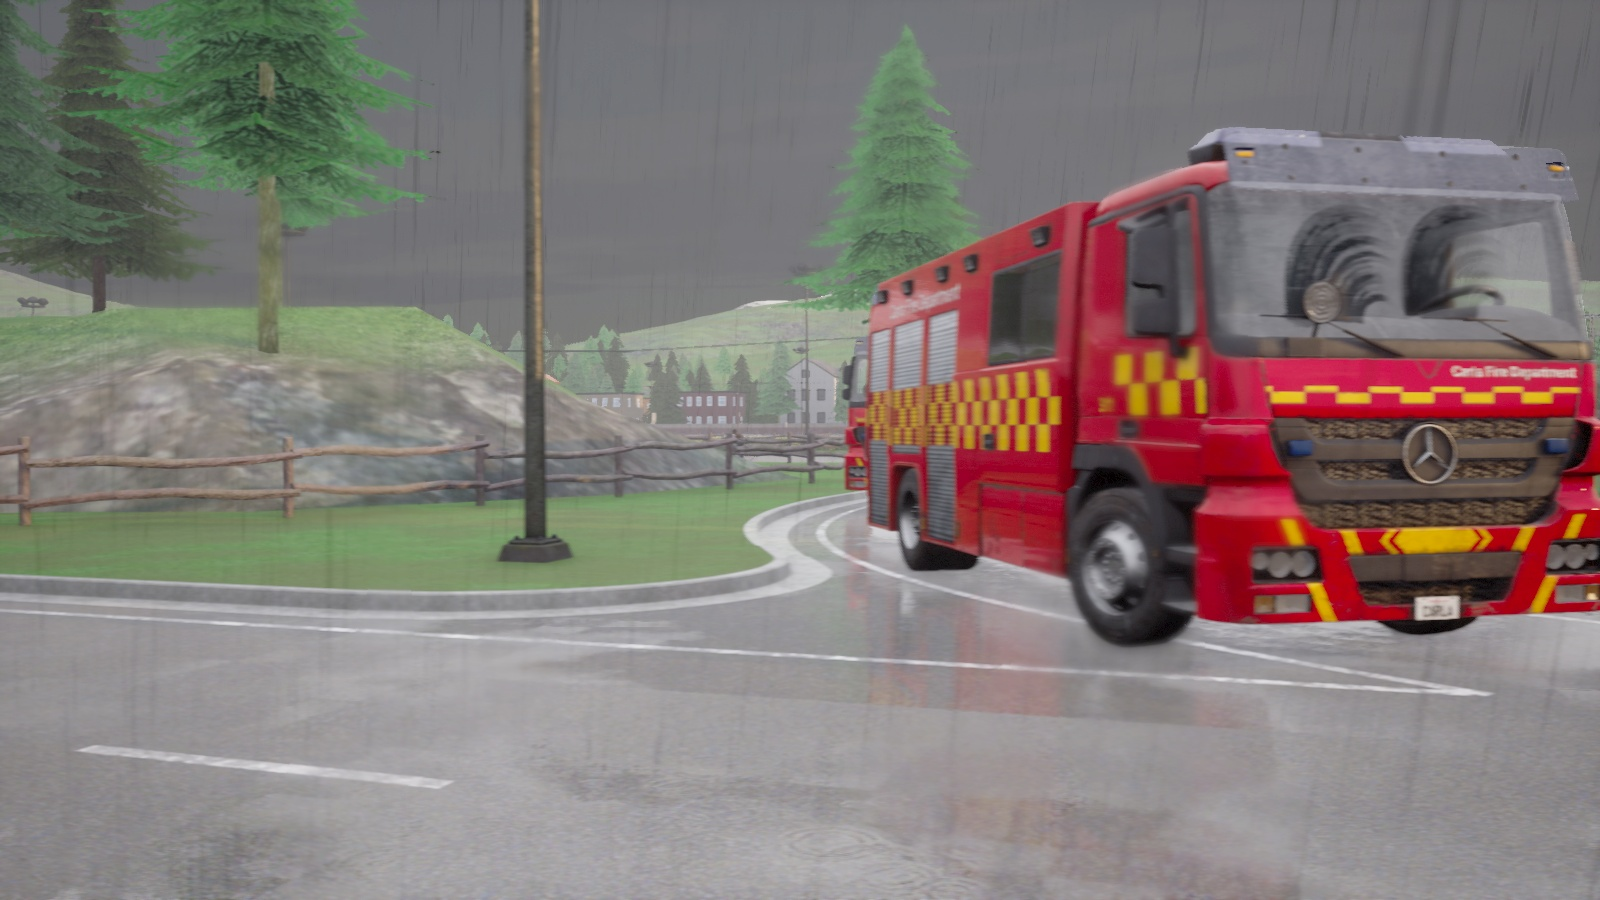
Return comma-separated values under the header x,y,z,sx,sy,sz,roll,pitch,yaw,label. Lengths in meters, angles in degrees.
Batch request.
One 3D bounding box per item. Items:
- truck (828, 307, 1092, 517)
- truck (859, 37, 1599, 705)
x,y,z,sx,sy,sz,roll,pitch,yaw,label
3.799,-0.761,27.314,2.891,3.827,8.468,1,1,28,truck
3.036,-0.513,11.647,2.891,3.827,8.468,0,1,-12,truck
